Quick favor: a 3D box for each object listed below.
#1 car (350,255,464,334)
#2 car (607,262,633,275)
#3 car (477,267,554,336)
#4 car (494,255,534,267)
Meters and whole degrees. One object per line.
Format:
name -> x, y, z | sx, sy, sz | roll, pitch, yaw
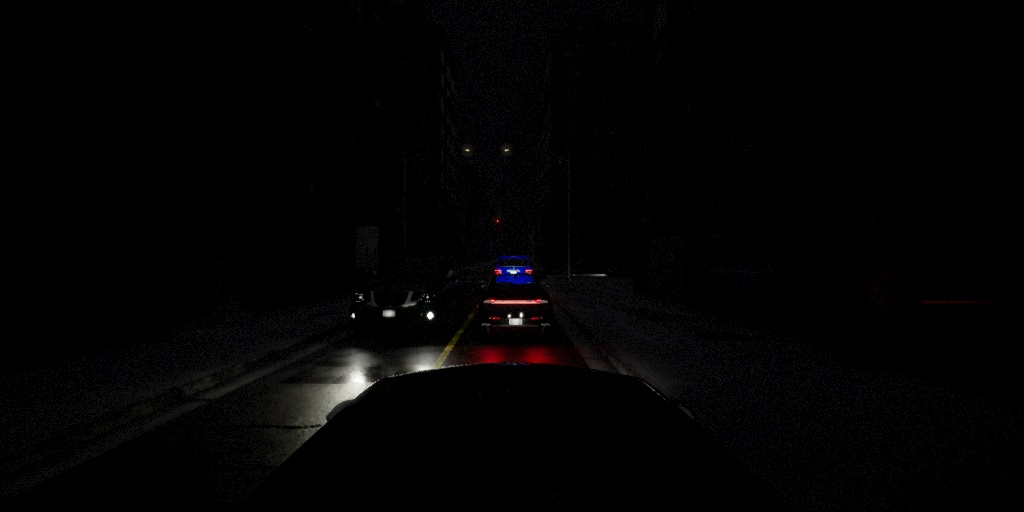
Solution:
car -> -2.827, 0.971, 11.022 | 2.150, 2.045, 5.566 | 0, 0, 0
car -> 12.159, 1.317, 37.689 | 4.181, 1.385, 1.994 | 0, 0, 0
car -> 0.098, 1.241, 10.356 | 2.128, 1.511, 4.902 | 0, 0, 0
car -> 0.103, 0.971, 20.668 | 2.150, 2.045, 5.566 | 0, 0, 1
